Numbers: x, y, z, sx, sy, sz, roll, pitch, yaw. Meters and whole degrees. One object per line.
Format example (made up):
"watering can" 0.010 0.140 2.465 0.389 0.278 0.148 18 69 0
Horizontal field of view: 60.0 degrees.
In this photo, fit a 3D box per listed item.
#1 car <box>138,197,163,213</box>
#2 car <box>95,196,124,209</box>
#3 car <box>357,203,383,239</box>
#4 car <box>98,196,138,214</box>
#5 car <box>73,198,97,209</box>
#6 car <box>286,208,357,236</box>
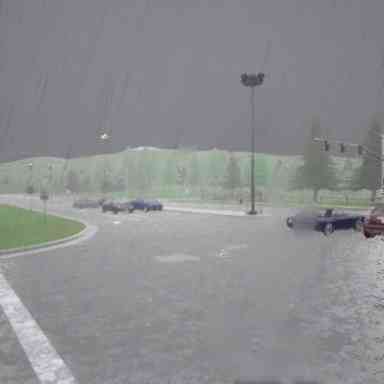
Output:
"car" -4.898 1.319 35.645 1.882 1.535 5.008 0 0 -35
"car" -10.987 1.304 44.228 2.128 1.511 4.902 0 1 -35
"car" 9.942 1.256 15.399 4.553 1.767 2.097 0 0 -36
"car" -7.498 1.384 33.286 1.812 1.442 4.674 0 0 -36
"car" -13.342 1.396 41.491 1.994 1.385 4.181 0 0 -35
"car" 7.243 1.499 17.761 4.718 1.301 1.895 0 0 -36
